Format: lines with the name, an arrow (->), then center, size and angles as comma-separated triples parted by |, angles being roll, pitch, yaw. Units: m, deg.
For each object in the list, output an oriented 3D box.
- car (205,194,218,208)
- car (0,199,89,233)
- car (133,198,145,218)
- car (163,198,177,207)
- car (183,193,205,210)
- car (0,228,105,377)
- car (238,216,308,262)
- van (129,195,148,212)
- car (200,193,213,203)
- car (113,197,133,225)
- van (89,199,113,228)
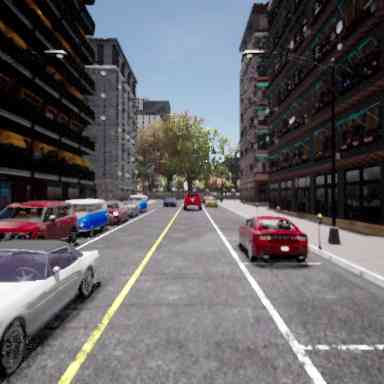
car -> 2.700, 1.392, 46.239 | 1.752, 1.417, 4.829 | 1, 0, 0
car -> -5.641, 1.281, 11.829 | 2.192, 1.841, 5.009 | 1, 0, 0
car -> -5.647, 1.467, 28.919 | 2.008, 1.369, 4.403 | 1, 0, 0
car -> -3.091, 1.465, 47.050 | 1.895, 1.301, 4.718 | 0, 0, 0
car -> 0.092, 1.097, 41.107 | 2.150, 2.045, 5.566 | 0, -1, 0
car -> -3.101, 1.584, 5.648 | 1.895, 1.301, 4.718 | 0, 0, 0
car -> 2.702, 1.510, 11.892 | 1.887, 1.381, 4.507 | 1, 0, 0
van -> -5.644, 1.241, 34.614 | 1.690, 1.788, 3.998 | 1, 0, 0
car -> 2.702, 1.134, 63.158 | 2.192, 1.841, 5.009 | 1, 0, 0
car -> -5.644, 1.373, 23.222 | 1.967, 1.590, 4.097 | 1, 0, 0
van -> -5.642, 1.290, 17.525 | 1.690, 1.788, 3.998 | 1, 0, 0
